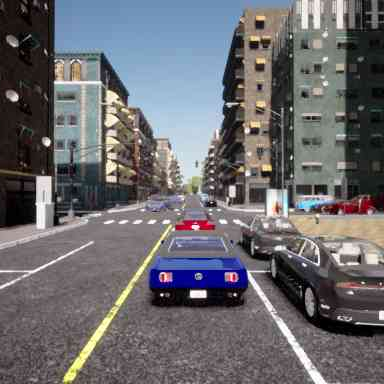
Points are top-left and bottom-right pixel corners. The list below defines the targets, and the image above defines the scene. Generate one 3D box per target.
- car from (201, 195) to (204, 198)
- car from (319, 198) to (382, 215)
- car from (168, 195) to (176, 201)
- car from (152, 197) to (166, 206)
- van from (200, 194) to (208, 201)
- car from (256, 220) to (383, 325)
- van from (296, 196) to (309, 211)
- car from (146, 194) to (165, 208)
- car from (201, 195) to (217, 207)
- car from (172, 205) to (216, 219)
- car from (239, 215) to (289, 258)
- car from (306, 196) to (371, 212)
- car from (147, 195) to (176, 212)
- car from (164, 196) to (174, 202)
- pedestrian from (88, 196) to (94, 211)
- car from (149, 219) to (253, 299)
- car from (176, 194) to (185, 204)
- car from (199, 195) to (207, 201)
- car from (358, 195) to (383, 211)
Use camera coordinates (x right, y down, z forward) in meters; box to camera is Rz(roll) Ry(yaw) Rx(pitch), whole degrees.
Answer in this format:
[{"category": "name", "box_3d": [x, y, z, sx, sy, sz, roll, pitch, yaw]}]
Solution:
[{"category": "car", "box_3d": [2.888, 1.603, 56.332, 1.802, 1.307, 4.206, 1, 0, 0]}, {"category": "car", "box_3d": [13.800, 1.413, 29.163, 4.206, 1.307, 1.802, 0, 0, 1]}, {"category": "car", "box_3d": [-5.381, 1.603, 89.826, 1.947, 1.339, 4.313, 1, 0, 0]}, {"category": "car", "box_3d": [-5.492, 1.566, 56.400, 1.887, 1.381, 4.507, 1, 0, 0]}, {"category": "van", "box_3d": [2.965, 1.373, 78.618, 1.690, 1.788, 3.998, 1, 0, 0]}, {"category": "car", "box_3d": [2.854, 1.553, 6.998, 2.008, 1.369, 4.403, 1, 0, 0]}, {"category": "van", "box_3d": [13.888, 1.296, 37.544, 3.998, 1.788, 1.690, 0, 0, 1]}, {"category": "car", "box_3d": [-5.507, 1.334, 50.829, 2.192, 1.841, 5.009, 1, 0, 0]}, {"category": "car", "box_3d": [2.869, 1.585, 50.761, 1.947, 1.339, 4.313, 1, 0, 0]}, {"category": "car", "box_3d": [0.152, 1.570, 17.249, 1.994, 1.385, 4.181, 0, 0, 0]}, {"category": "car", "box_3d": [2.872, 1.555, 12.568, 2.008, 1.369, 4.403, 1, 0, 0]}, {"category": "car", "box_3d": [15.289, 1.453, 34.946, 5.357, 1.411, 2.033, 0, -1, 1]}, {"category": "car", "box_3d": [-3.938, 1.422, 41.189, 2.097, 1.767, 4.553, 0, 1, 13]}, {"category": "car", "box_3d": [-5.418, 1.597, 78.684, 1.947, 1.339, 4.313, 1, 0, 0]}, {"category": "pedestrian", "box_3d": [-12.393, 1.347, 40.777, 0.375, 1.860, 0.375, 0, 0, 1]}, {"category": "car", "box_3d": [0.127, 1.603, 8.386, 1.895, 1.301, 4.718, 0, 0, 0]}, {"category": "car", "box_3d": [-2.844, 1.572, 63.449, 2.033, 1.411, 5.357, 0, 0, 1]}, {"category": "car", "box_3d": [2.999, 1.582, 89.758, 1.887, 1.381, 4.507, 1, 0, 0]}, {"category": "car", "box_3d": [19.415, 1.228, 37.487, 5.009, 1.841, 2.192, 0, 0, 1]}]
